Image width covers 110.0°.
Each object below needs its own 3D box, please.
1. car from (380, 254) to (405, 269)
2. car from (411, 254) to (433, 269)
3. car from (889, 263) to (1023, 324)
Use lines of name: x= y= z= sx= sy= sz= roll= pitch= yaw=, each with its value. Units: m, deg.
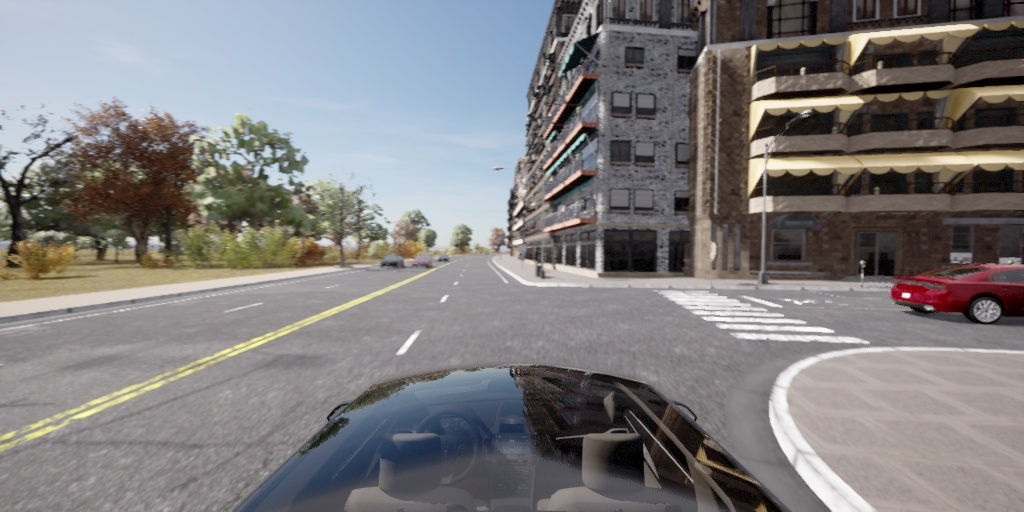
car: x=-13.560 y=0.585 z=40.824 sx=1.882 sy=1.535 sz=5.008 roll=1 pitch=1 yaw=-6
car: x=-10.335 y=0.672 z=41.229 sx=1.812 sy=1.442 sz=4.674 roll=1 pitch=1 yaw=-6
car: x=13.676 y=0.967 z=9.756 sx=5.008 sy=1.535 sz=1.882 roll=0 pitch=1 yaw=12
